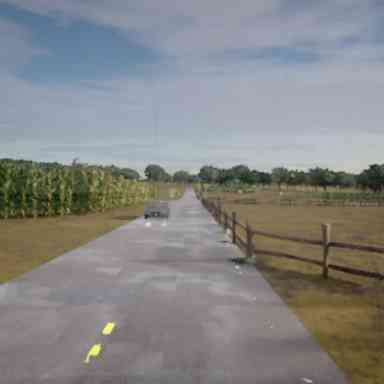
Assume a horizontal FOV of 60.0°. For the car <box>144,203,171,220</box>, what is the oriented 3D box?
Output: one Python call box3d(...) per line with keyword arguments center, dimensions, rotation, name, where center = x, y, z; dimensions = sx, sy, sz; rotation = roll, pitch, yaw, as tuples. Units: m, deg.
box3d(center=(-2.807, 1.580, 27.938), dimensions=(1.994, 1.385, 4.181), rotation=(0, 0, 0), name="car")
